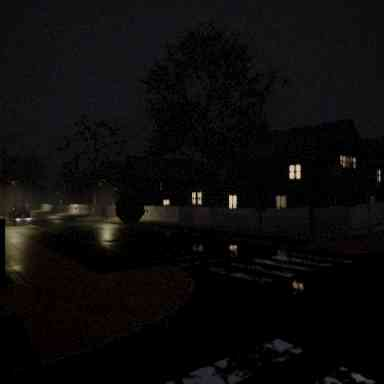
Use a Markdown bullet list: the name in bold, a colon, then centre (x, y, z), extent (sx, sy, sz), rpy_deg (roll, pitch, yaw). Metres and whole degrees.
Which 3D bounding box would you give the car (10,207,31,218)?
- **car**: centre (-22.834, 2.705, 44.171), extent (2.033, 1.411, 5.357), rpy_deg (0, -2, -36)
